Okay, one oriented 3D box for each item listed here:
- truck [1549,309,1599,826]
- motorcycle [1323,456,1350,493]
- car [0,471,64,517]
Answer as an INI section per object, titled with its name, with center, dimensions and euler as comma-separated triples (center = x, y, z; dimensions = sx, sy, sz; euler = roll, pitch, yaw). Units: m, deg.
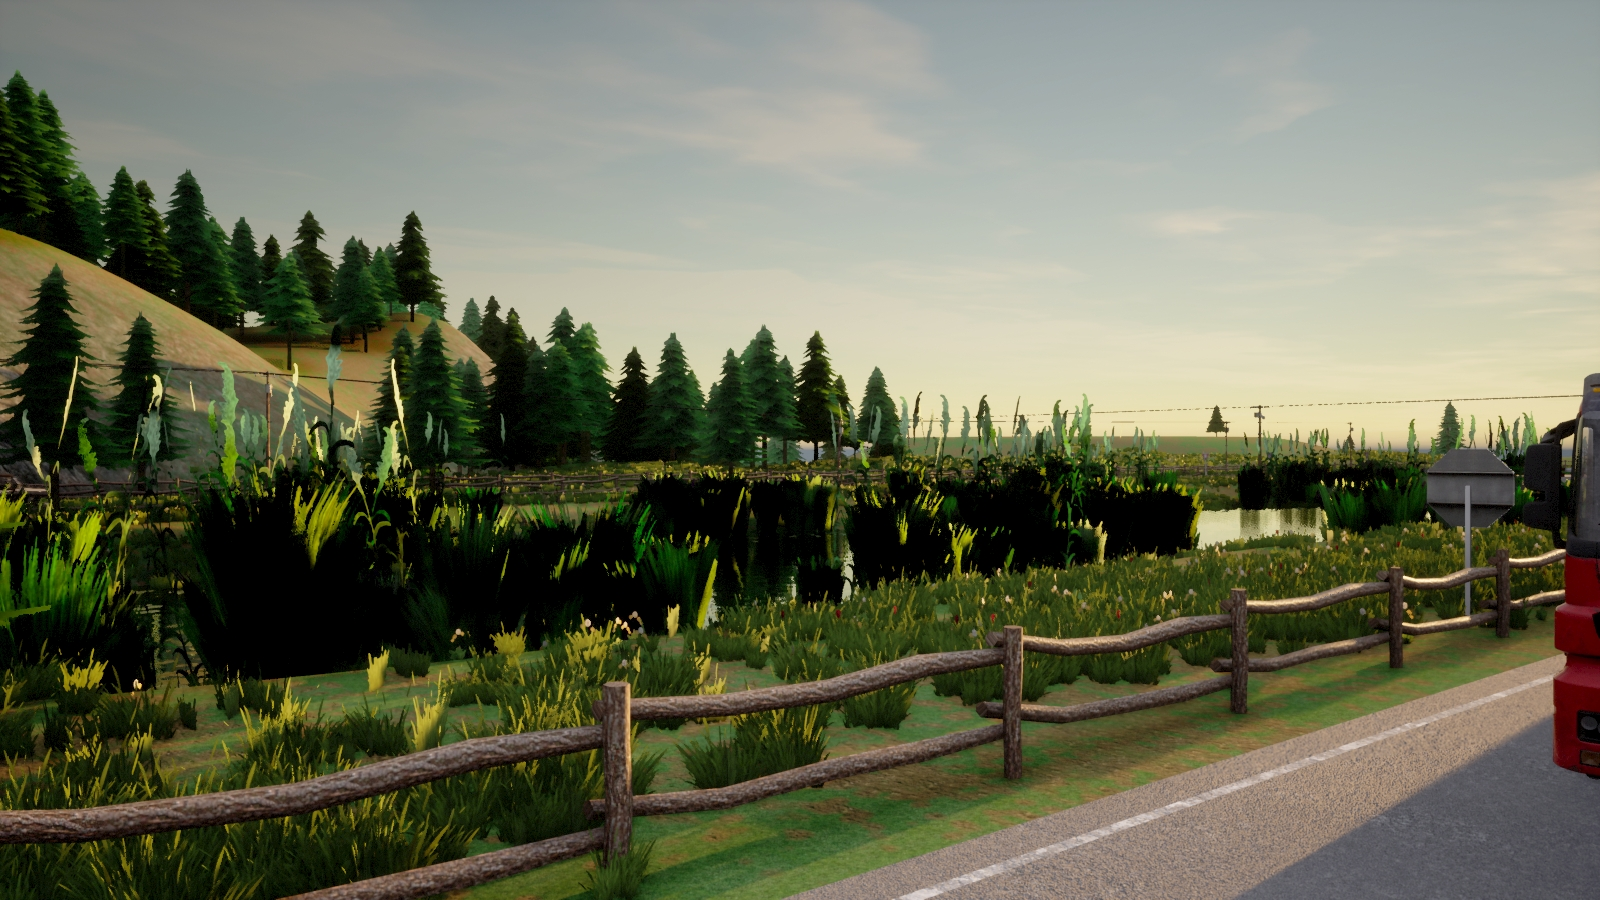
[truck]
center = 9.517, 0.862, 10.949
dimensions = 2.891, 3.827, 8.468
euler = 0, 0, 40
[motorcycle]
center = 34.996, 1.577, 74.472
dimensions = 2.033, 2.348, 0.803
euler = 0, 0, -39
[car]
center = -34.072, 1.857, 48.981
dimensions = 1.905, 1.878, 3.866
euler = 0, 0, 42
